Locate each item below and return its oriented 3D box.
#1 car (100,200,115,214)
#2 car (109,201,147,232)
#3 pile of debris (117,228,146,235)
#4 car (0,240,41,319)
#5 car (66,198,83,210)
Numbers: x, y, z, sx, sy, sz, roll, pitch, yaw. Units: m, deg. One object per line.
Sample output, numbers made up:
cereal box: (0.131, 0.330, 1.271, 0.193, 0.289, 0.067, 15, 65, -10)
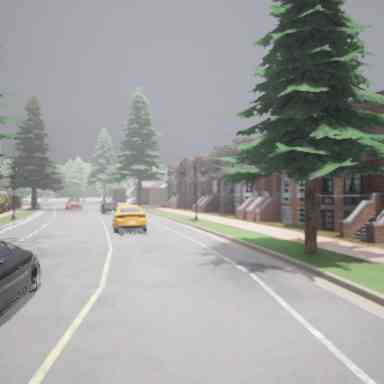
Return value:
car: (-9.648, 1.696, 38.799, 2.128, 1.511, 4.902, 0, 0, -19)
car: (-4.021, 1.578, 21.052, 1.882, 1.535, 5.008, 0, 0, -15)
pile of debris: (-3.491, 2.265, 19.072, 1.500, 0.140, 1.860, 0, 0, -15)
car: (-4.303, 1.622, 6.142, 1.994, 1.385, 4.181, 0, 0, -9)
car: (-16.848, 1.648, 47.558, 2.097, 1.767, 4.553, 0, 0, -21)
